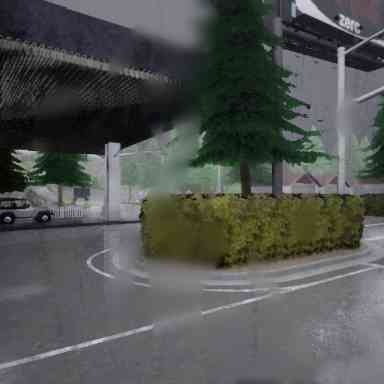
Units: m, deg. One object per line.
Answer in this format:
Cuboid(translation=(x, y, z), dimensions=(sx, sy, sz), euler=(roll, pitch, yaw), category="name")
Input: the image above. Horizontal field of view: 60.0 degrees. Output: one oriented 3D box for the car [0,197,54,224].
Cuboid(translation=(-11.964, 1.313, 23.481), dimensions=(3.866, 1.878, 1.905), euler=(0, 0, -36), category="car")
